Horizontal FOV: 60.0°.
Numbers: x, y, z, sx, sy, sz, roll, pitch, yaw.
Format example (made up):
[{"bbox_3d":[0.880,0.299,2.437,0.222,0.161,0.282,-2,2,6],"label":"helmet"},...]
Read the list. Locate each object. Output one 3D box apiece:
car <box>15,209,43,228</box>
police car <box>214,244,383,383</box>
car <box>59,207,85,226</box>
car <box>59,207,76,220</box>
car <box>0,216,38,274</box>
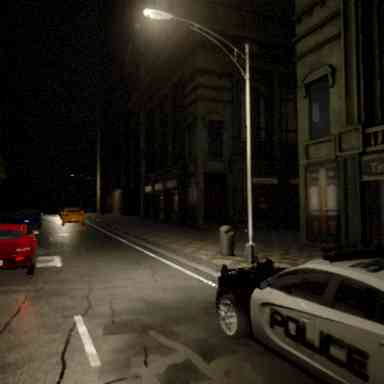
[{"bbox_3d":[-13.400,2.125,27.296,1.882,1.535,5.008,1,-2,-23],"label":"car"},{"bbox_3d":[2.051,1.529,4.419,1.930,1.638,5.238,1,-1,-26],"label":"police car"},{"bbox_3d":[-10.814,2.211,30.078,1.882,1.535,5.008,1,-2,-22],"label":"car"},{"bbox_3d":[-15.705,2.642,41.964,1.882,1.535,5.008,1,-2,-20],"label":"car"},{"bbox_3d":[-6.041,1.724,10.717,1.812,1.442,4.674,1,-1,-25],"label":"car"}]
